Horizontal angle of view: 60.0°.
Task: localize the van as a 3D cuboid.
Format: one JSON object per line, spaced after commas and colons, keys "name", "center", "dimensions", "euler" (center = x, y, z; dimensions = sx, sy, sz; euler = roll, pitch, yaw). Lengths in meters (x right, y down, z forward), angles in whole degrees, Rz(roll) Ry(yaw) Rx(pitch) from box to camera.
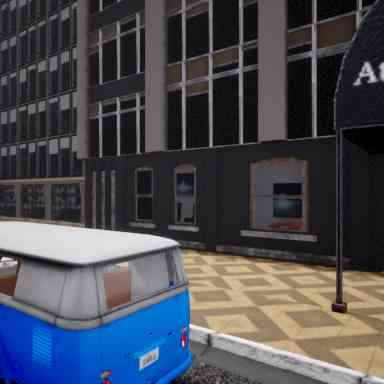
{"name": "van", "center": [-1.912, 1.341, 4.233], "dimensions": [3.998, 1.788, 1.690], "euler": [0, 0, 35]}
